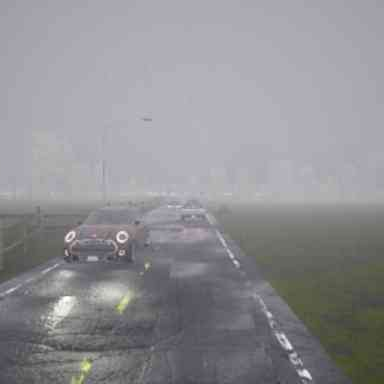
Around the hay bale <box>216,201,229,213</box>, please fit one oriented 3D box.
[{"bbox_3d":[3.161,1.583,34.665,1.220,1.180,1.240,0,1,0],"label":"hay bale"}]

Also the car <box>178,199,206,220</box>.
[{"bbox_3d":[0.106,1.546,27.289,1.895,1.301,4.718,0,0,0],"label":"car"}]

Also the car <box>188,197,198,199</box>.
[{"bbox_3d":[0.129,1.402,44.234,1.837,1.490,4.892,0,0,0],"label":"car"}]

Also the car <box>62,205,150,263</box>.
[{"bbox_3d":[-2.826,1.328,11.843,2.097,1.767,4.553,0,0,1],"label":"car"}]

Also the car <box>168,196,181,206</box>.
[{"bbox_3d":[-2.767,1.414,53.103,2.033,1.411,5.357,0,0,1],"label":"car"}]
